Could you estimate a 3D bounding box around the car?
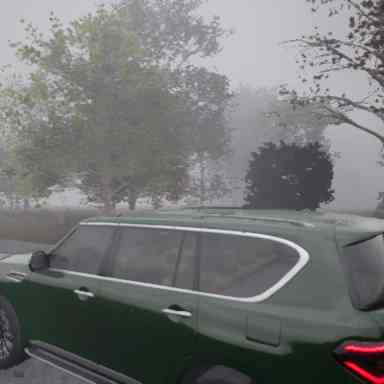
[{"bbox_3d":[-0.410,1.210,4.111,5.566,2.045,2.150,0,0,34],"label":"car"}]
